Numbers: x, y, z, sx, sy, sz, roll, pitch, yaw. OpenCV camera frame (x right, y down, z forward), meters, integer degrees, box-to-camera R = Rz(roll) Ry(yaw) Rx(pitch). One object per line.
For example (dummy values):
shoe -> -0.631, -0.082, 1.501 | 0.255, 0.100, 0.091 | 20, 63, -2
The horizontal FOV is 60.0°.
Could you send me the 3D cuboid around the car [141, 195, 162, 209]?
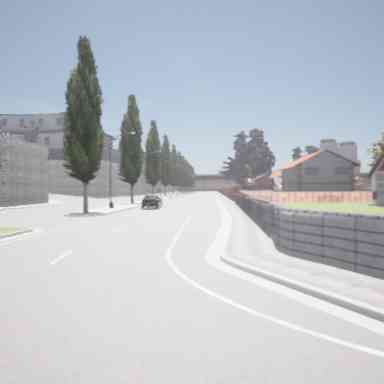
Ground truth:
car -> -4.598, 1.126, 38.505 | 1.837, 1.490, 4.892 | 0, 1, 3
